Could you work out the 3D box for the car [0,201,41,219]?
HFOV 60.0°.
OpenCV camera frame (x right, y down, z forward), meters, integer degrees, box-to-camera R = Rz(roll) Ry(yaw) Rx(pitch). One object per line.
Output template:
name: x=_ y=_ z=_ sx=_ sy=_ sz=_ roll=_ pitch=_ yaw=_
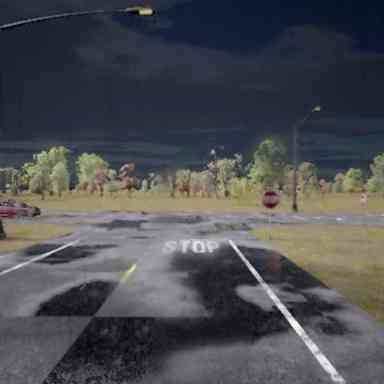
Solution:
car: x=-14.914 y=1.472 z=27.787 sx=4.181 sy=1.385 sz=1.994 roll=1 pitch=1 yaw=0
